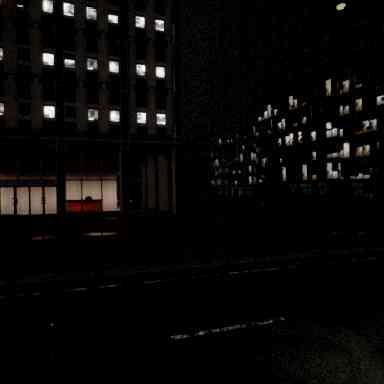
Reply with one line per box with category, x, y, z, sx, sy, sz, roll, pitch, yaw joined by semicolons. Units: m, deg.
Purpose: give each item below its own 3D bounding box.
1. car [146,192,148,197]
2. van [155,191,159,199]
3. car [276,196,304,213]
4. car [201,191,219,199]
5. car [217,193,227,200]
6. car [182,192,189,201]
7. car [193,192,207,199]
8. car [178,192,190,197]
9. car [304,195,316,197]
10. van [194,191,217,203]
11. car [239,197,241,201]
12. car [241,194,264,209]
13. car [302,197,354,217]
car;-10.008;0.733;87.884;1.967;1.590;4.097;0;1;-21
van;-7.980;0.687;82.574;1.690;1.788;3.998;0;1;-21
car;10.178;1.399;34.758;1.802;1.307;4.206;0;1;-21
car;3.906;0.634;74.946;2.192;1.841;5.009;0;1;-21
car;5.936;0.954;69.641;1.802;1.307;4.206;0;1;-21
car;-1.892;1.056;66.650;2.008;1.369;4.403;0;1;-21
car;1.877;0.706;80.257;1.967;1.590;4.097;0;1;-21
car;-2.181;0.710;90.876;2.008;1.369;4.403;0;1;-21
car;14.054;1.161;41.094;1.882;1.535;5.008;-1;1;-21
van;2.166;0.952;56.029;1.690;1.788;3.998;0;1;-21
car;9.995;1.060;59.022;1.802;1.307;4.206;0;1;-21
car;8.204;1.332;40.087;1.947;1.339;4.313;0;1;-21
car;12.191;1.434;29.441;1.947;1.339;4.313;0;1;-21
